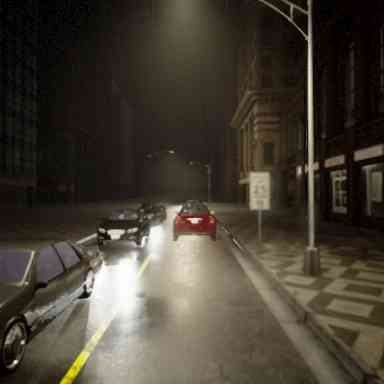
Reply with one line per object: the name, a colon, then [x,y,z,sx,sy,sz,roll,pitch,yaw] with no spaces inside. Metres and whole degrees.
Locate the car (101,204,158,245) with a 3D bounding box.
car: [-3.065,1.549,15.792,2.128,1.511,4.902,0,0,0]

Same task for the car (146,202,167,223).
car: [-3.002,1.580,26.147,2.128,1.511,4.902,0,0,1]

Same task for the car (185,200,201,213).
car: [0.117,1.726,40.792,1.895,1.301,4.718,0,0,1]

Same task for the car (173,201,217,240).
car: [0.130,1.414,17.619,2.097,1.767,4.553,0,0,0]

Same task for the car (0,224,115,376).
car: [-3.089,1.570,5.847,2.033,1.411,5.357,0,0,1]
